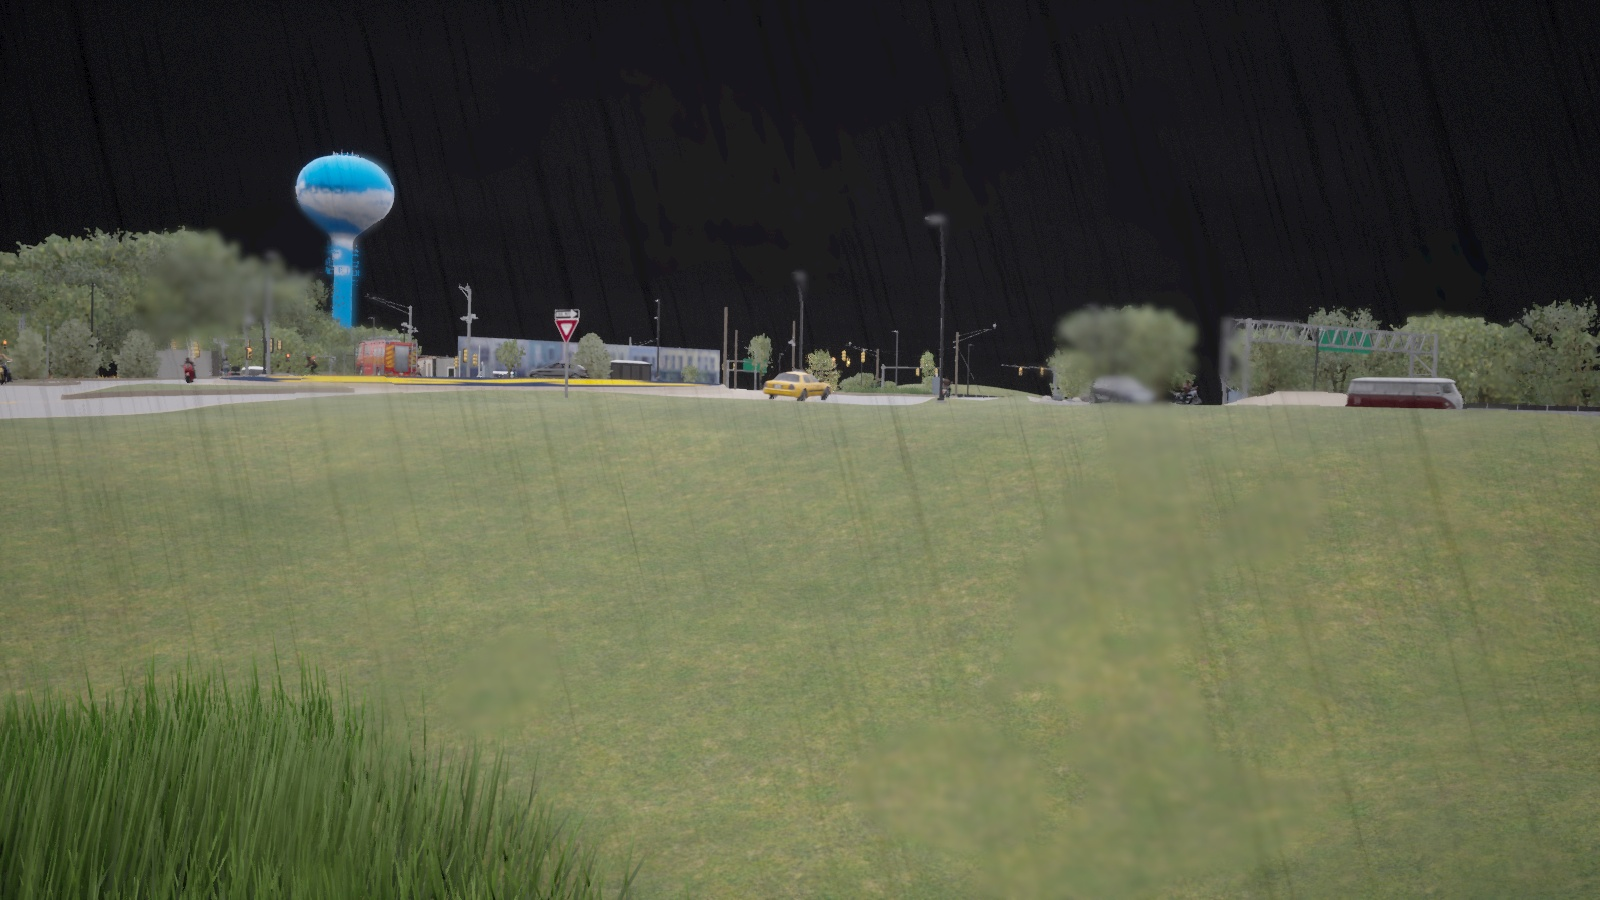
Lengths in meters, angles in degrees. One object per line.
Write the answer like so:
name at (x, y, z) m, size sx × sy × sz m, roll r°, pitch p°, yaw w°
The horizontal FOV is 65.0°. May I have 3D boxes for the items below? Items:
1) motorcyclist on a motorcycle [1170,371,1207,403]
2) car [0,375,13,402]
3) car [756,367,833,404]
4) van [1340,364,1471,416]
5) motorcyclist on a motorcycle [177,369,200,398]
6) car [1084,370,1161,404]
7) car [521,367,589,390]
motorcyclist on a motorcycle at (20.604, -3.358, 66.656) m, size 0.766 × 1.649 × 2.350 m, roll 0°, pitch 4°, yaw -13°
car at (-45.799, -3.331, 69.273) m, size 3.806 × 1.475 × 1.970 m, roll -5°, pitch 5°, yaw -36°
car at (-0.201, -3.315, 63.603) m, size 1.801 × 1.575 × 5.366 m, roll 6°, pitch 7°, yaw 23°
van at (24.594, -2.485, 51.156) m, size 1.775 × 1.987 × 4.442 m, roll -4°, pitch 6°, yaw -38°
motorcyclist on a motorcycle at (-34.416, -3.729, 70.690) m, size 0.797 × 1.523 × 2.044 m, roll -3°, pitch 6°, yaw -19°
car at (17.024, -3.375, 66.573) m, size 2.033 × 1.649 × 4.856 m, roll -1°, pitch 4°, yaw -11°
car at (-16.697, -4.888, 85.744) m, size 4.193 × 1.474 × 1.816 m, roll 0°, pitch 1°, yaw 5°
